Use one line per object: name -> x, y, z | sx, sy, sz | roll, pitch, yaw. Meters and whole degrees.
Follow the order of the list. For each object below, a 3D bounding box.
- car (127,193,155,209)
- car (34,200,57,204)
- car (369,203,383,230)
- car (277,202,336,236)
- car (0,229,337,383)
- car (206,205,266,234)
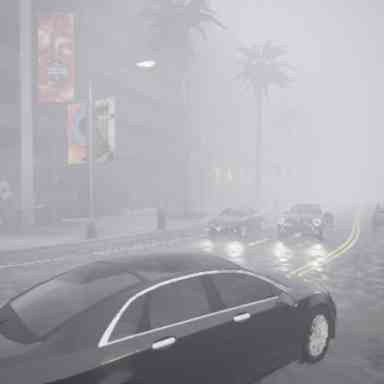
car -> -7.070, 1.202, 45.199 | 2.435, 2.045, 5.566 | -1, 0, 27
car -> -23.902, 1.836, 52.902 | 1.895, 1.301, 4.718 | -1, 0, 27
car -> 11.838, 1.406, 20.000 | 2.128, 1.511, 4.902 | -1, 0, 29
car -> 5.822, 1.326, 16.720 | 2.097, 1.767, 4.553 | -1, 0, 31
car -> -0.063, 1.518, 4.113 | 4.892, 1.490, 1.837 | -1, 0, -39
car -> 2.517, 1.517, 17.959 | 1.837, 1.490, 4.892 | 0, 0, 31
